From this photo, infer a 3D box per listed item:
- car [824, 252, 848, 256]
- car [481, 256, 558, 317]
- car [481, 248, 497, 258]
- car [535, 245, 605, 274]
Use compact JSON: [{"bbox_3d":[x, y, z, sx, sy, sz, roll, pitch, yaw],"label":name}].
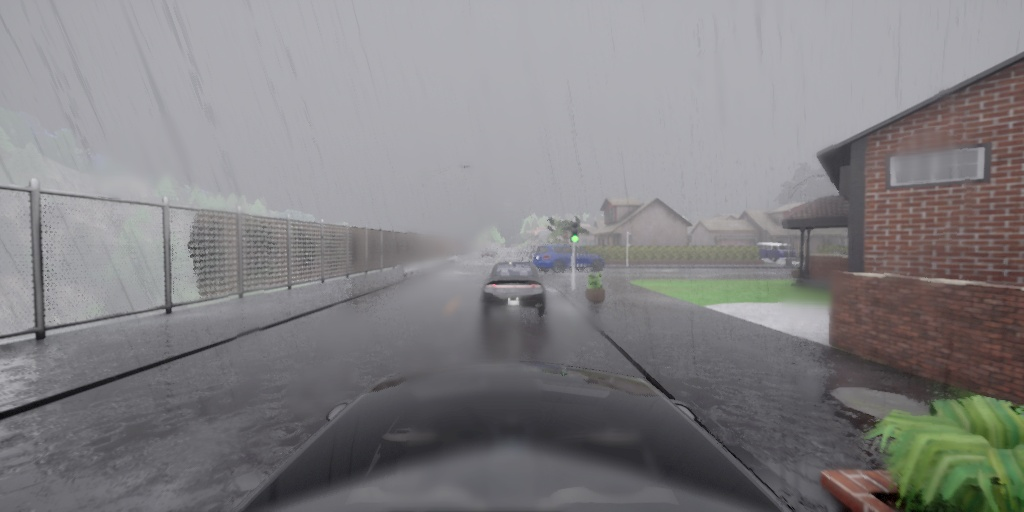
[{"bbox_3d":[27.863,0.378,30.540,4.902,1.511,2.128,0,2,0],"label":"car"},{"bbox_3d":[0.075,0.942,11.716,2.128,1.511,4.902,0,2,0],"label":"car"},{"bbox_3d":[-4.027,-0.417,59.501,1.994,1.385,4.181,0,2,1],"label":"car"},{"bbox_3d":[4.258,0.222,26.672,5.566,2.045,2.150,-1,0,-27],"label":"car"}]
